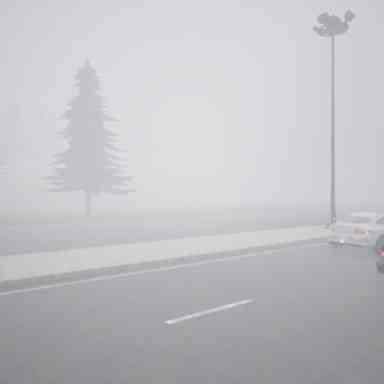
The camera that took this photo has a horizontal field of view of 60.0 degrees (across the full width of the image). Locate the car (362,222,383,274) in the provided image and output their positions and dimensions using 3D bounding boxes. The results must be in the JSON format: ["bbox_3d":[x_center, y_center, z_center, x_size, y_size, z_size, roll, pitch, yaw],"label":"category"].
[{"bbox_3d":[6.991,1.541,8.829,5.357,1.411,2.033,0,0,-35],"label":"car"}]

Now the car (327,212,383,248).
[{"bbox_3d":[7.312,1.517,13.321,4.674,1.442,1.812,0,0,-35],"label":"car"}]
